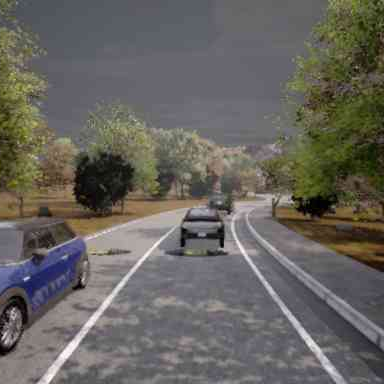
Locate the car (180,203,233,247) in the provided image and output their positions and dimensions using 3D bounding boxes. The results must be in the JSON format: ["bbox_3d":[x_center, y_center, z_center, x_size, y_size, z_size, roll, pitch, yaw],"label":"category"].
[{"bbox_3d":[0.514,1.450,15.140,2.128,1.511,4.902,0,-1,3],"label":"car"}]

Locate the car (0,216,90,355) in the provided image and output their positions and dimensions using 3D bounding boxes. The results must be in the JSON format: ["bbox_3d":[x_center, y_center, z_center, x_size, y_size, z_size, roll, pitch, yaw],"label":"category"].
[{"bbox_3d":[-3.502,1.339,6.034,2.097,1.767,4.553,0,0,1],"label":"car"}]

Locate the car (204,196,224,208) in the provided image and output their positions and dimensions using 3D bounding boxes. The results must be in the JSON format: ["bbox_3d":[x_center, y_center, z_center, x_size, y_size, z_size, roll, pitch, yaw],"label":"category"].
[{"bbox_3d":[3.306,1.431,49.095,1.837,1.490,4.892,2,0,19],"label":"car"}]

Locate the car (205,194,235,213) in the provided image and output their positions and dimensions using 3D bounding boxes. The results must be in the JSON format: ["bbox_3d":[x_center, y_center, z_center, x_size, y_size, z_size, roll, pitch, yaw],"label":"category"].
[{"bbox_3d":[3.184,1.208,34.691,2.150,2.045,5.566,1,0,12],"label":"car"}]
